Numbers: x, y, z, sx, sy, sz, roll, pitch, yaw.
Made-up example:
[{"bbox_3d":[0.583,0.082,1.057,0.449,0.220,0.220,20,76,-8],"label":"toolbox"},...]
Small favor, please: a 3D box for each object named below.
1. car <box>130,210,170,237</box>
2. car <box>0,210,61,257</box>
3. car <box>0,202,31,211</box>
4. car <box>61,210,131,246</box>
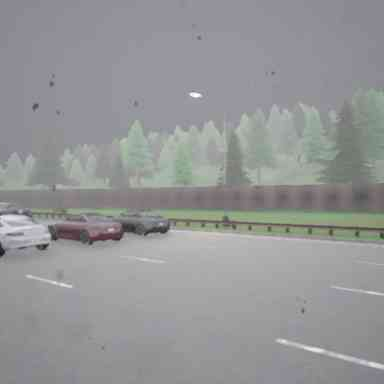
[{"bbox_3d":[-3.275,1.711,19.134,4.181,1.385,1.994,-1,0,36],"label":"car"},{"bbox_3d":[-7.637,1.676,13.654,4.674,1.442,1.812,0,0,36],"label":"car"},{"bbox_3d":[-15.405,1.657,27.784,4.553,1.767,2.097,-1,-1,36],"label":"car"},{"bbox_3d":[-5.298,1.711,16.282,4.181,1.385,1.994,-1,0,36],"label":"car"}]
